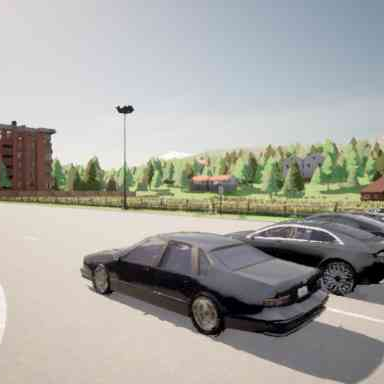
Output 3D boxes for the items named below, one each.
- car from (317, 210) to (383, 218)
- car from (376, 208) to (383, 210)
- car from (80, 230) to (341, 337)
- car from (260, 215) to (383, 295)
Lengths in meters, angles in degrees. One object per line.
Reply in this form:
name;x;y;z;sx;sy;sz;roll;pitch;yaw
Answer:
car;4.817;1.471;11.653;5.008;1.535;1.882;0;0;43
car;7.165;1.540;14.249;5.357;1.411;2.033;0;0;43
car;-0.163;1.544;6.726;5.357;1.411;2.033;0;0;43
car;2.750;1.487;8.796;4.902;1.511;2.128;0;0;43
